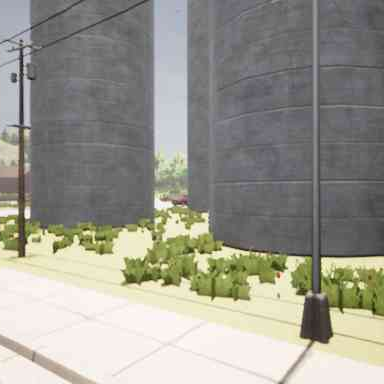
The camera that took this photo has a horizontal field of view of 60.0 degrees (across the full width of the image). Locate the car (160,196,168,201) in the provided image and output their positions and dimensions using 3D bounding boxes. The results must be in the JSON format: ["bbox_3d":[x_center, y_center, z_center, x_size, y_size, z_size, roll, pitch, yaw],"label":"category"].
[{"bbox_3d":[-6.164,1.694,84.162,3.905,1.438,1.784,0,0,35],"label":"car"}]

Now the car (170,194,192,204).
[{"bbox_3d":[-2.222,1.443,66.387,3.866,1.878,1.905,0,0,35],"label":"car"}]

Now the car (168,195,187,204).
[{"bbox_3d":[-1.239,1.582,54.412,1.882,1.535,5.008,0,0,35],"label":"car"}]
